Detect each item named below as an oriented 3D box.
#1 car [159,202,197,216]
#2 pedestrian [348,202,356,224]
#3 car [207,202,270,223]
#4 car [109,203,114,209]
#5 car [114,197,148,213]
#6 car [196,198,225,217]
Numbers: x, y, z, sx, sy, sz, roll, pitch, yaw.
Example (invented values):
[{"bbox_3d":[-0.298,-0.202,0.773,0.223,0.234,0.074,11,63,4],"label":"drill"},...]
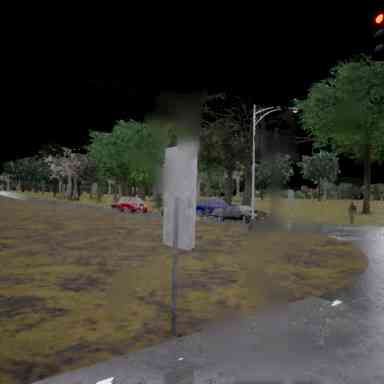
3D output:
[{"bbox_3d":[-1.834,1.929,35.903,1.994,1.385,4.181,3,-2,-37],"label":"car"},{"bbox_3d":[13.367,1.718,27.817,0.375,1.860,0.375,2,-1,-36],"label":"pedestrian"},{"bbox_3d":[3.976,1.794,27.846,2.033,1.411,5.357,3,-2,-36],"label":"car"},{"bbox_3d":[-12.565,2.289,57.170,1.895,1.301,4.718,3,-2,-36],"label":"car"},{"bbox_3d":[-7.922,1.681,44.431,2.150,2.045,5.566,3,-2,-34],"label":"car"},{"bbox_3d":[1.568,1.717,37.564,2.150,2.045,5.566,3,-2,-36],"label":"car"}]
